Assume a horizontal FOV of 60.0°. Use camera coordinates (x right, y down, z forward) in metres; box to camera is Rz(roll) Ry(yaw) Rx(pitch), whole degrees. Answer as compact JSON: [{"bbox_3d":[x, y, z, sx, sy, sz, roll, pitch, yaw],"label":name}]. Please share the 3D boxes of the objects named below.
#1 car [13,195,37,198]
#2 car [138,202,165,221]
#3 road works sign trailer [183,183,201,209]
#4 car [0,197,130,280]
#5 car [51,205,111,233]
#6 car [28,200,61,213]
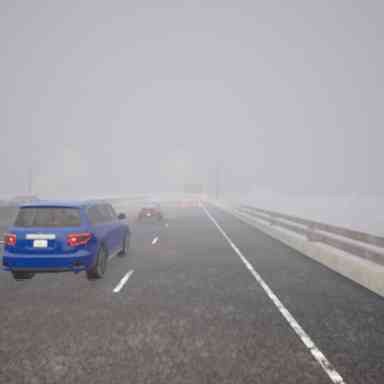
[{"bbox_3d":[-21.056,1.330,41.385,2.150,2.045,5.566,0,0,0],"label":"car"},{"bbox_3d":[-3.385,1.602,28.212,1.812,1.442,4.674,0,0,0],"label":"car"},{"bbox_3d":[0.024,0.579,46.289,2.380,3.560,2.880,0,0,0],"label":"road works sign trailer"},{"bbox_3d":[-3.394,1.252,10.133,2.150,2.045,5.566,0,0,0],"label":"car"},{"bbox_3d":[-6.888,1.607,21.298,2.033,1.411,5.357,0,0,0],"label":"car"},{"bbox_3d":[-17.566,1.703,39.899,1.895,1.301,4.718,0,0,0],"label":"car"}]
